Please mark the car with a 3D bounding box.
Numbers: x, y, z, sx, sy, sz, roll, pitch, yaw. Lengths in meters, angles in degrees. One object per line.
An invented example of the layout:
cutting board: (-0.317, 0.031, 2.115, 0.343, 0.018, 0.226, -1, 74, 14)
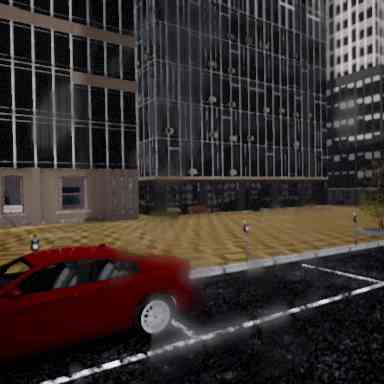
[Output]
car: (-2.093, 1.543, 5.063, 4.507, 1.381, 1.887, 0, -1, -33)
